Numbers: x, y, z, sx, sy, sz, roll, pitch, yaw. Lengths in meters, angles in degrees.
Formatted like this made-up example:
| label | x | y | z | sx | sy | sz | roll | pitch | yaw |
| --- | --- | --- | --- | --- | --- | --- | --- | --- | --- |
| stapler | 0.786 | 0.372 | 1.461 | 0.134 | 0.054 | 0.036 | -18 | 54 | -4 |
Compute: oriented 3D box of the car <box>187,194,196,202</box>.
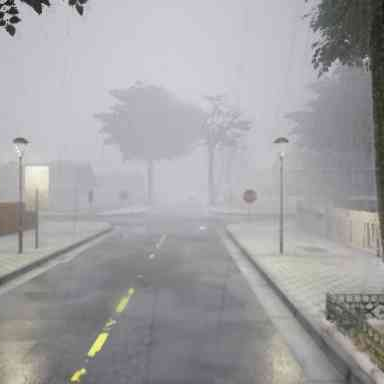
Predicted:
| label | x | y | z | sx | sy | sz | roll | pitch | yaw |
| --- | --- | --- | --- | --- | --- | --- | --- | --- | --- |
| car | -0.001 | 1.350 | 71.076 | 1.812 | 1.442 | 4.674 | 0 | 0 | 0 |

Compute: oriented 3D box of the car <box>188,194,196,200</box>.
| label | x | y | z | sx | sy | sz | roll | pitch | yaw |
| --- | --- | --- | --- | --- | --- | --- | --- | --- | --- |
| car | -0.001 | 1.254 | 81.108 | 1.895 | 1.301 | 4.718 | 0 | 0 | 0 |
